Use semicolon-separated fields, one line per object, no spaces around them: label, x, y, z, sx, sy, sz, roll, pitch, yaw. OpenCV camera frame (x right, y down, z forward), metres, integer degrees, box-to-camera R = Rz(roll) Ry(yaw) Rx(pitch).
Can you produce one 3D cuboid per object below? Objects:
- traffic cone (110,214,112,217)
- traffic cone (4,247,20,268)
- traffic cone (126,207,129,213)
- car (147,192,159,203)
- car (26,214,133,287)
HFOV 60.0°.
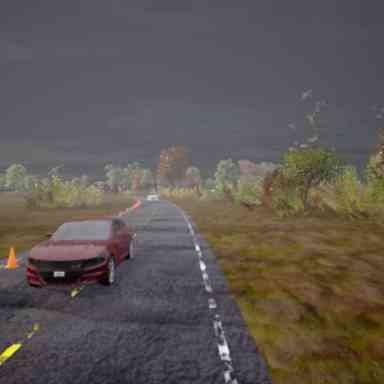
traffic cone;-6.049;1.905;24.866;0.340;0.580;0.340;0;0;-3
traffic cone;-5.380;1.942;9.964;0.340;0.580;0.340;0;0;-2
traffic cone;-6.747;1.882;34.787;0.340;0.580;0.340;0;0;-5
car;-7.737;1.082;65.809;2.150;2.045;5.566;0;0;-8
car;-2.890;1.458;9.546;1.882;1.535;5.008;0;0;-2
